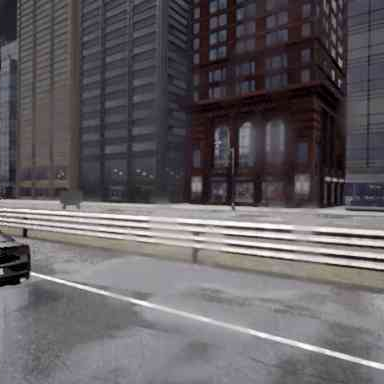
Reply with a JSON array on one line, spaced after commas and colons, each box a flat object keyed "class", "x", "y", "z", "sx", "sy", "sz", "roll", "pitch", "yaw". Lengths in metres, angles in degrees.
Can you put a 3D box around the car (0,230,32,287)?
[{"class": "car", "x": -5.977, "y": 1.481, "z": 8.235, "sx": 5.008, "sy": 1.535, "sz": 1.882, "roll": 0, "pitch": 0, "yaw": 36}]
